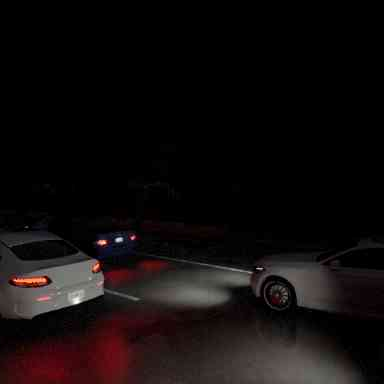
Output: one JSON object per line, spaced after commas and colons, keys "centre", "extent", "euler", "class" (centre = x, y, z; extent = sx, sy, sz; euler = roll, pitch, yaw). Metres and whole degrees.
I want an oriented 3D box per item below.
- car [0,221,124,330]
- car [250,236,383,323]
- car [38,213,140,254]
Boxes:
{"centre": [-3.720, 1.455, 6.676], "extent": [4.674, 1.442, 1.812], "euler": [1, 1, 36], "class": "car"}
{"centre": [3.332, 1.524, 5.915], "extent": [4.674, 1.442, 1.812], "euler": [0, 0, 36], "class": "car"}
{"centre": [-4.196, 1.429, 11.335], "extent": [5.357, 1.411, 2.033], "euler": [1, 1, 36], "class": "car"}
